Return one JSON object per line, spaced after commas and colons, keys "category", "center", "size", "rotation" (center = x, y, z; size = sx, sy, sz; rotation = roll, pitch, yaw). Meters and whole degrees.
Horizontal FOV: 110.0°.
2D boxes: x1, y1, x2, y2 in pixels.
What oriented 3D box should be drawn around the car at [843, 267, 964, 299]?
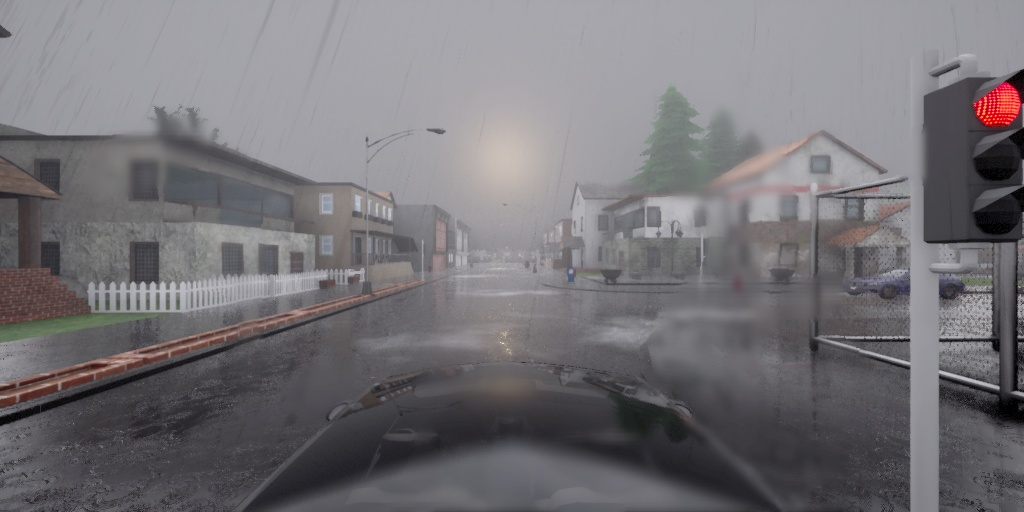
{"category": "car", "center": [18.763, 1.273, 17.250], "size": [4.674, 1.442, 1.812], "rotation": [0, 0, -1]}
